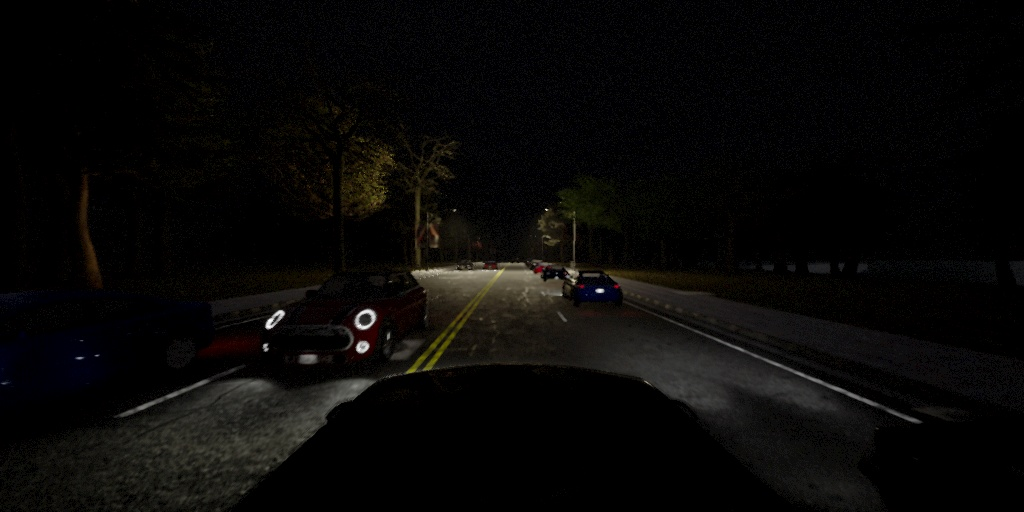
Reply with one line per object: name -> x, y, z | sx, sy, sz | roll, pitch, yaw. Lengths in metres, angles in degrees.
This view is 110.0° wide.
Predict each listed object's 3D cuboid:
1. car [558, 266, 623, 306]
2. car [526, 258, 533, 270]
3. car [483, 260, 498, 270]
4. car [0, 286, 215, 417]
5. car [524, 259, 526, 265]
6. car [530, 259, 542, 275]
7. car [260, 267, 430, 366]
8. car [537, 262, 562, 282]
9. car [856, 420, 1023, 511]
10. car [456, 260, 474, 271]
car -> 3.379, 1.312, 15.734 | 1.994, 1.385, 4.181 | 0, 0, 0
car -> 3.510, 1.273, 50.992 | 2.163, 1.488, 4.792 | 0, 0, 1
car -> -3.039, 1.334, 51.792 | 1.994, 1.385, 4.181 | 0, 0, 1
car -> -6.595, 1.227, 4.698 | 1.882, 1.535, 5.008 | 0, 0, 0
car -> 3.630, 1.343, 61.951 | 1.994, 1.385, 4.181 | 0, 0, 1
car -> 3.412, 1.325, 39.972 | 1.994, 1.385, 4.181 | 0, 0, 0
car -> -3.339, 1.101, 8.130 | 2.097, 1.767, 4.553 | 0, 0, 0
car -> 3.337, 1.355, 29.012 | 1.895, 1.301, 4.718 | 0, 0, 0
car -> 3.351, 1.351, 0.327 | 1.895, 1.301, 4.718 | 0, 0, 0
car -> -6.330, 1.273, 48.644 | 1.837, 1.490, 4.892 | 0, -1, 1
